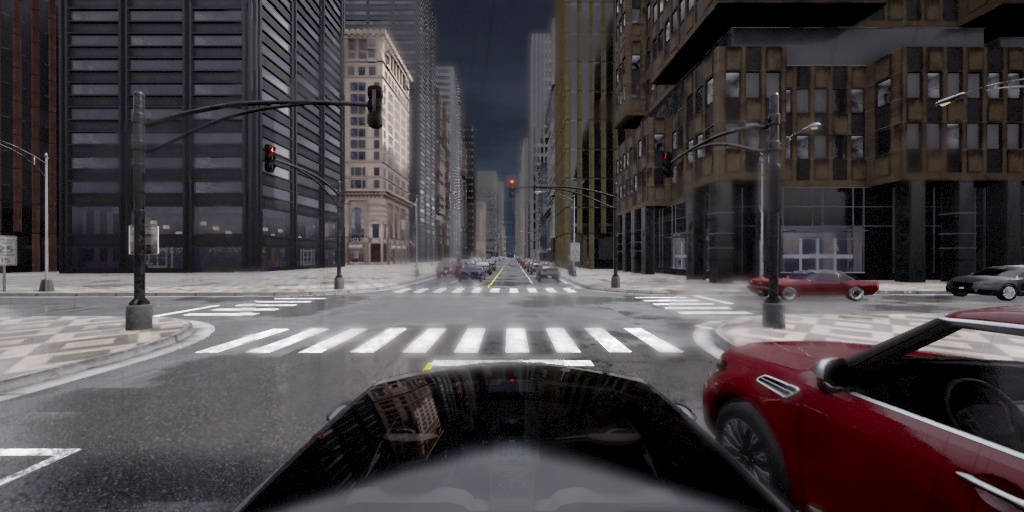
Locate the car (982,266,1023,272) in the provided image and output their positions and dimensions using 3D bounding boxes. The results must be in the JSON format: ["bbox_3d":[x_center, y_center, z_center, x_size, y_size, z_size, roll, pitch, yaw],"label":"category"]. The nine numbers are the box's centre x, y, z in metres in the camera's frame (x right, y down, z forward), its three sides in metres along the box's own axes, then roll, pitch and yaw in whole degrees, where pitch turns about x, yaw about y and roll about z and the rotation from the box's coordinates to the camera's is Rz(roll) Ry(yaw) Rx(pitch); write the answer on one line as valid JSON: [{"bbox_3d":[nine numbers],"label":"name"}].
[{"bbox_3d":[22.959,1.197,16.404,4.892,1.490,1.837,0,0,0],"label":"car"}]

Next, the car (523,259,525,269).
[{"bbox_3d":[2.778,1.300,45.110,1.888,1.381,4.507,0,0,0],"label":"car"}]

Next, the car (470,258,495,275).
[{"bbox_3d":[-3.087,1.279,38.415,1.812,1.442,4.674,0,0,0],"label":"car"}]

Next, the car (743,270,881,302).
[{"bbox_3d":[13.525,1.314,16.361,4.718,1.301,1.895,0,0,0],"label":"car"}]

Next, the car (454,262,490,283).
[{"bbox_3d":[-3.090,1.352,28.447,1.895,1.301,4.718,0,0,0],"label":"car"}]

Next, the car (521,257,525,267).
[{"bbox_3d":[2.782,1.199,56.391,1.967,1.591,4.097,0,0,0],"label":"car"}]

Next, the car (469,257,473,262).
[{"bbox_3d":[-5.749,1.193,39.464,1.967,1.591,4.097,0,0,0],"label":"car"}]

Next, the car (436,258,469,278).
[{"bbox_3d":[-5.751,1.067,33.822,2.192,1.841,5.009,0,0,0],"label":"car"}]

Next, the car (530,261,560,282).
[{"bbox_3d":[2.772,1.301,28.188,2.007,1.370,4.403,0,0,0],"label":"car"}]

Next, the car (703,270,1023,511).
[{"bbox_3d":[2.763,1.065,1.215,2.192,1.841,5.009,0,0,0],"label":"car"}]

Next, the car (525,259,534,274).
[{"bbox_3d":[2.776,1.304,39.469,2.007,1.370,4.403,0,0,0],"label":"car"}]

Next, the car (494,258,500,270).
[{"bbox_3d":[-3.076,1.304,48.784,2.033,1.411,5.357,0,0,0],"label":"car"}]
